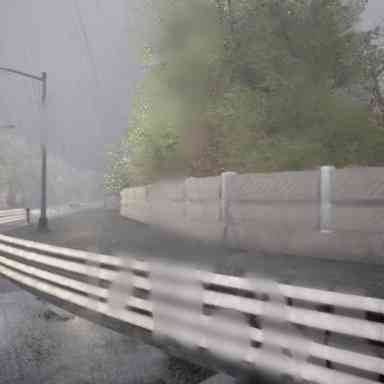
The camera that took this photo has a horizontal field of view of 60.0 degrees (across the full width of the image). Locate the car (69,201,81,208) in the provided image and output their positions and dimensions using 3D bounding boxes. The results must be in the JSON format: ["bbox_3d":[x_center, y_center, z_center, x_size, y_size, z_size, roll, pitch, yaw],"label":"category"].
[{"bbox_3d":[-25.183,2.683,71.528,1.812,1.442,4.674,0,-1,-11],"label":"car"}]

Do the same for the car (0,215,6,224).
[{"bbox_3d":[-16.576,1.934,26.790,2.128,1.511,4.902,0,-1,-12],"label":"car"}]
